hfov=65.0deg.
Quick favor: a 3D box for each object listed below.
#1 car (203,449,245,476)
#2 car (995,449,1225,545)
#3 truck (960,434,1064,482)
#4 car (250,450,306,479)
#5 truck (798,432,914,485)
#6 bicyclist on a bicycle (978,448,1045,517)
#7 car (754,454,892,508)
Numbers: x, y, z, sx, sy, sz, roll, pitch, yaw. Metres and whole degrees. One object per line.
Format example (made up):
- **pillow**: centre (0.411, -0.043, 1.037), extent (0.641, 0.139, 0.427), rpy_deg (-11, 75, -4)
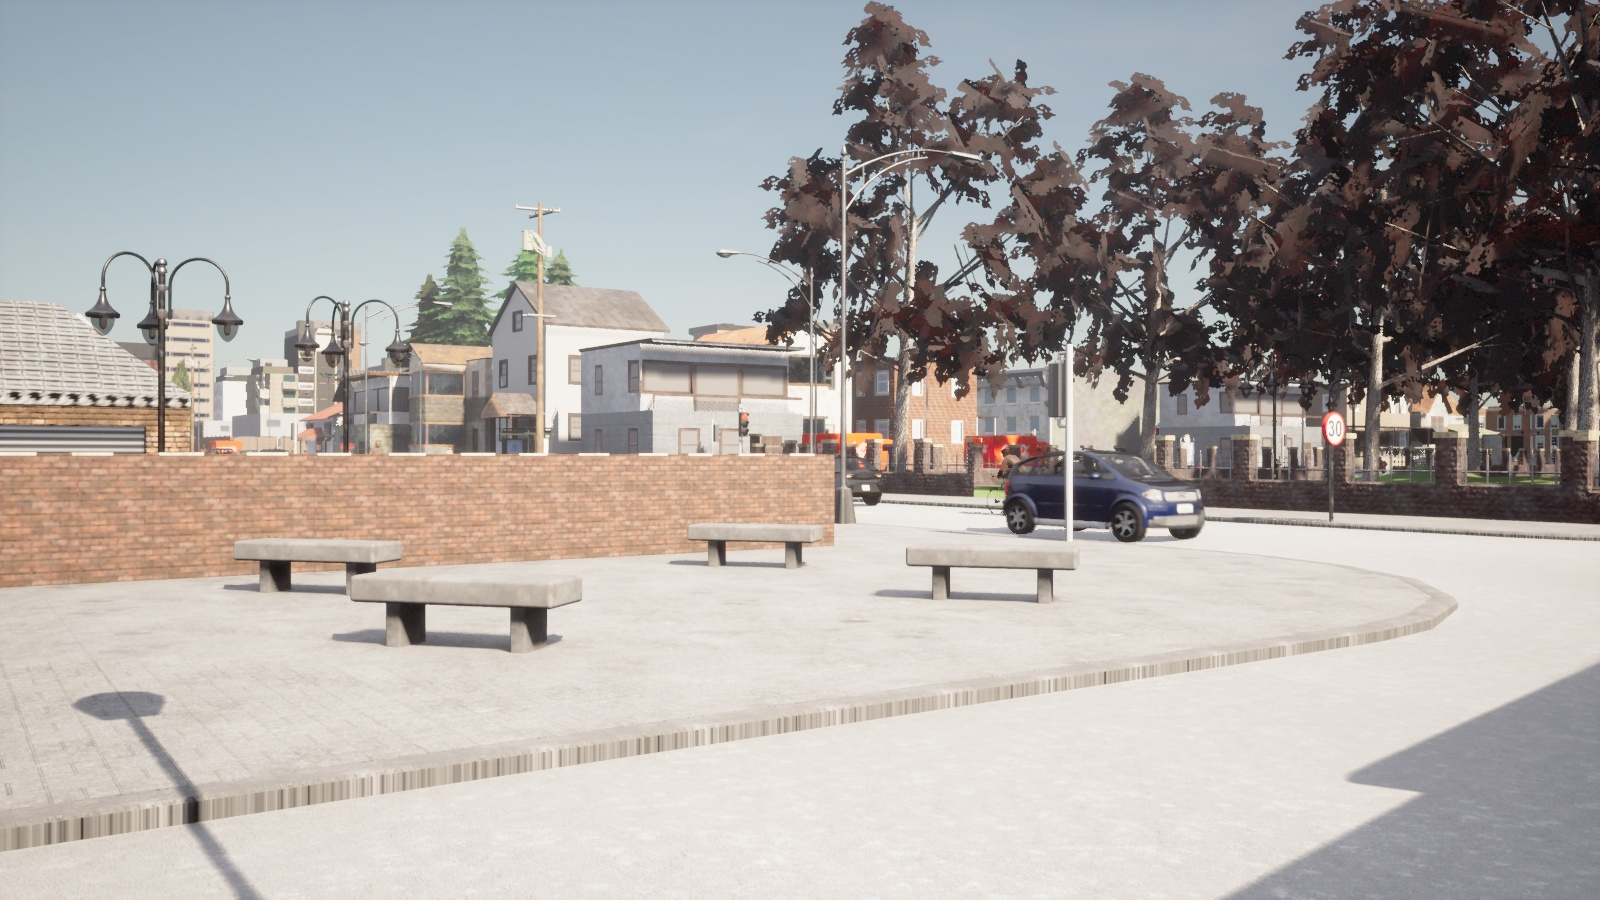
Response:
- **car**: centre (-40.874, 0.866, 89.074), extent (1.932, 1.855, 4.605), rpy_deg (0, 0, -35)
- **car**: centre (5.426, 0.767, 22.357), extent (1.789, 1.549, 3.705), rpy_deg (0, 0, -35)
- **truck**: centre (11.362, 0.398, 67.218), extent (5.204, 2.467, 2.627), rpy_deg (0, 0, -38)
- **car**: centre (-31.357, 0.840, 75.362), extent (2.242, 1.667, 4.611), rpy_deg (0, 0, -35)
- **truck**: centre (2.738, 0.402, 61.153), extent (5.204, 2.467, 2.627), rpy_deg (0, 0, -39)
- **bicyclist on a bicycle**: centre (5.038, 0.760, 30.000), extent (0.582, 1.620, 1.656), rpy_deg (0, 0, -35)
- **car**: centre (0.603, 0.846, 36.427), extent (1.816, 1.474, 4.193), rpy_deg (0, 0, -36)
